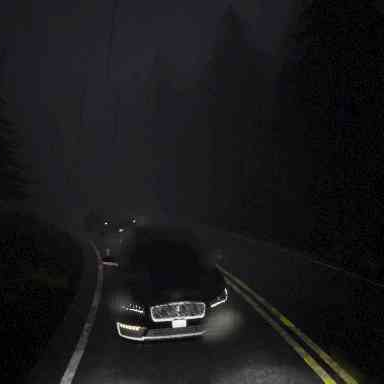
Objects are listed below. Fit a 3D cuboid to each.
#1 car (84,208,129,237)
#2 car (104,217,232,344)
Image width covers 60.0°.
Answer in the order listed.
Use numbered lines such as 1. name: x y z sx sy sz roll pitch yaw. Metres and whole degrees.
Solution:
1. car: -4.621 1.610 18.526 1.895 1.301 4.718 -3 1 -29
2. car: -0.643 1.494 6.793 1.837 1.490 4.892 -1 0 -11
